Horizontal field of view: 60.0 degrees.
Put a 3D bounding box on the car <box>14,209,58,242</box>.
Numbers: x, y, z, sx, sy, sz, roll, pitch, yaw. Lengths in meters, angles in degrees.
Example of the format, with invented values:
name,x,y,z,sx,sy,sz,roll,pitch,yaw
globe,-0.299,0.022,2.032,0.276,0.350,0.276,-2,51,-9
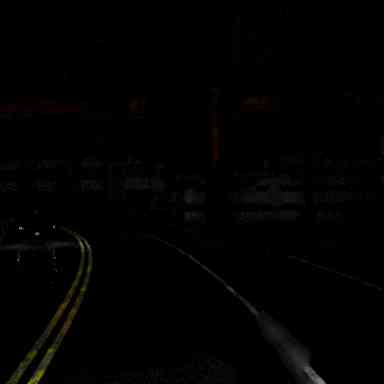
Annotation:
name,x,y,z,sx,sy,sz,roll,pitch,yaw
car,-8.021,1.627,17.116,1.812,1.442,4.674,1,-1,-27
